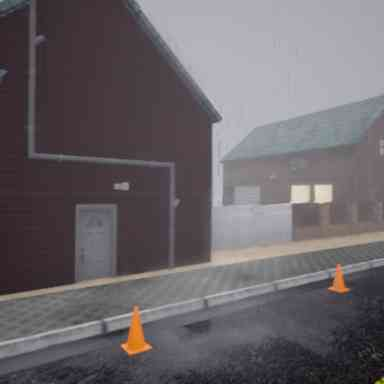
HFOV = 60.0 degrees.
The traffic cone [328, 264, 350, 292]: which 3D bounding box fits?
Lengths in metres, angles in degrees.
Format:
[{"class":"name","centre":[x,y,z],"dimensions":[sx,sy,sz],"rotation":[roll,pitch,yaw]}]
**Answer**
[{"class":"traffic cone","centre":[3.376,1.946,7.637],"dimensions":[0.340,0.580,0.340],"rotation":[0,0,-34]}]

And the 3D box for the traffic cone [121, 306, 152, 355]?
[{"class":"traffic cone","centre":[-0.801,1.948,4.797],"dimensions":[0.340,0.580,0.340],"rotation":[0,0,-35]}]
